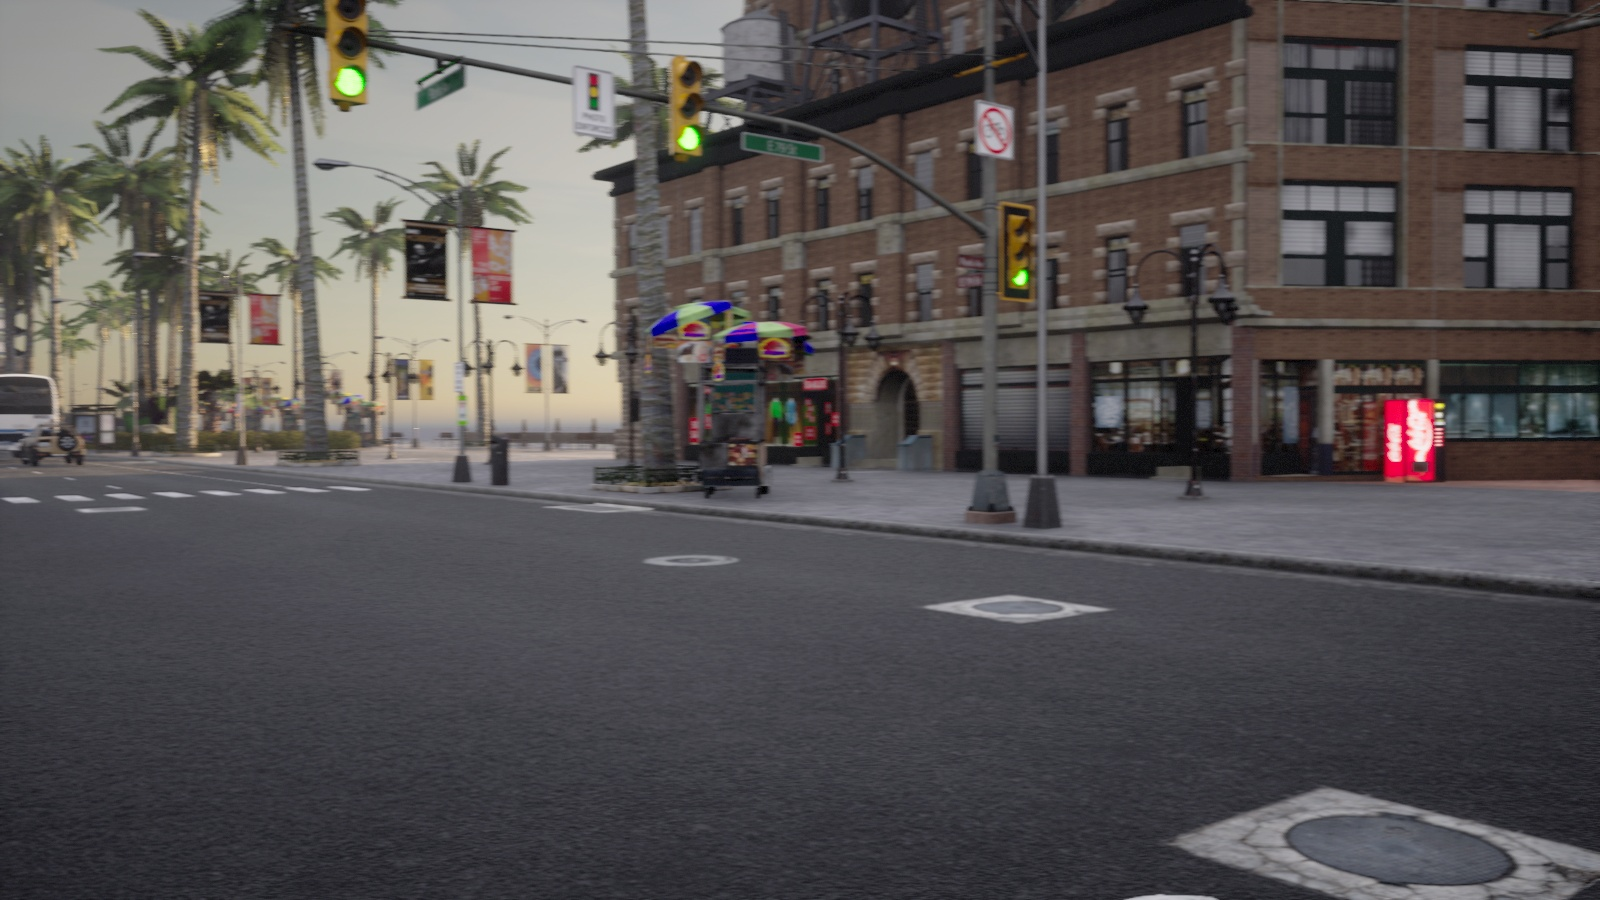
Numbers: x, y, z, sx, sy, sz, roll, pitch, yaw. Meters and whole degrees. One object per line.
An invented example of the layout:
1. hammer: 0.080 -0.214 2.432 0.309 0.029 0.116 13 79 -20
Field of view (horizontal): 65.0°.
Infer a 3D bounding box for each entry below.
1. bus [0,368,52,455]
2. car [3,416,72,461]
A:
1. bus: -42.152 -1.947 64.868 3.944 4.253 10.273 -1 2 -43
2. car: -32.635 -0.508 53.670 1.932 1.855 4.605 -1 1 -39
